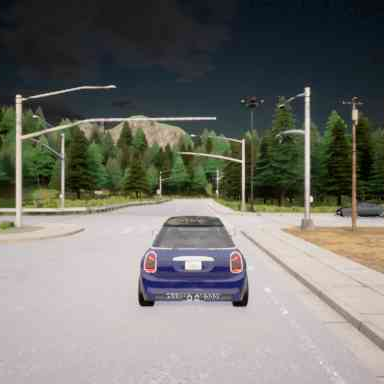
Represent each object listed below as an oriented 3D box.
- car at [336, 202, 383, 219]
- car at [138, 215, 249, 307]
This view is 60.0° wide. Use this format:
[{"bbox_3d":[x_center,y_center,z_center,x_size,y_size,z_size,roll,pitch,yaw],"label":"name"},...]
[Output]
[{"bbox_3d":[14.737,1.589,28.766,4.181,1.385,1.994,0,0,1],"label":"car"},{"bbox_3d":[0.042,1.348,8.150,2.097,1.767,4.553,0,0,0],"label":"car"}]
